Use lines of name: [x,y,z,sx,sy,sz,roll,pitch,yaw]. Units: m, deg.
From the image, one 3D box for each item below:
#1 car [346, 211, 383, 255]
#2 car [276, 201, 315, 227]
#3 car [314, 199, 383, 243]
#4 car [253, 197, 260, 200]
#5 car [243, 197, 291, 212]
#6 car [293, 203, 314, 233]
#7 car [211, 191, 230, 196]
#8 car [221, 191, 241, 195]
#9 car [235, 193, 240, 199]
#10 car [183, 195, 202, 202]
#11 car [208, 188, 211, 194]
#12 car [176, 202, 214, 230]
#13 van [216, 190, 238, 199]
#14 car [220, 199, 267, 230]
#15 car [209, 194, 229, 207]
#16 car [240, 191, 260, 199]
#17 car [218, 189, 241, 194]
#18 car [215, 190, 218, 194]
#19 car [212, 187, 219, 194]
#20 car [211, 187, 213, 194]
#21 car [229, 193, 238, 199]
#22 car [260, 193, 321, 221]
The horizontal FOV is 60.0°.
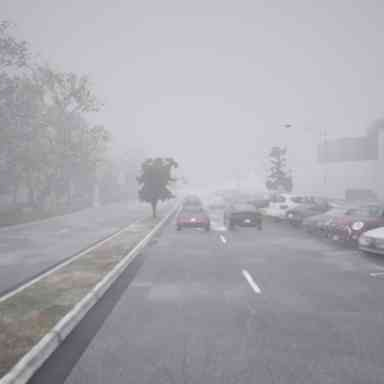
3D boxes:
car: [8.057,1.524,11.595,4.674,1.452,2.002,1,0,-20]
car: [8.069,1.487,20.620,4.792,1.488,2.163,1,0,-20]
car: [8.083,1.354,14.606,4.553,1.767,2.185,1,0,-20]
car: [7.864,1.412,26.546,5.366,1.575,1.946,1,1,-20]
car: [8.028,1.357,35.620,4.674,1.452,2.002,1,1,-20]
car: [8.049,1.514,17.595,4.674,1.452,2.002,1,1,-20]
car: [7.977,0.394,92.471,4.792,1.488,2.163,0,1,-20]
car: [7.971,1.024,56.620,4.792,1.488,2.163,0,1,-20]
car: [8.192,1.274,38.693,5.366,1.575,1.946,0,1,-20]
car: [0.046,1.130,38.821,2.097,1.767,4.553,0,1,0]
car: [7.783,0.427,89.401,5.366,1.575,1.946,0,2,-20]
car: [0.073,1.534,20.734,1.994,1.385,4.181,0,0,0]
van: [7.869,0.485,74.501,4.442,1.987,1.878,0,1,-20]
car: [3.072,1.446,20.869,1.882,1.535,5.008,0,0,0]
car: [3.047,1.288,40.492,1.812,1.442,4.674,0,1,0]
car: [8.005,1.107,32.597,5.566,2.045,2.435,1,1,-20]
car: [7.961,0.774,62.608,4.553,1.767,2.185,0,1,-20]
car: [7.975,0.806,68.584,4.892,1.521,2.231,0,1,-20]
car: [7.956,0.507,71.548,5.566,2.045,2.435,0,1,-20]
car: [7.999,0.412,77.544,5.566,2.045,2.435,0,1,-20]
car: [7.987,1.213,44.616,4.792,1.488,2.163,0,1,-20]
car: [8.068,1.189,23.617,5.566,2.045,2.435,1,0,-20]
